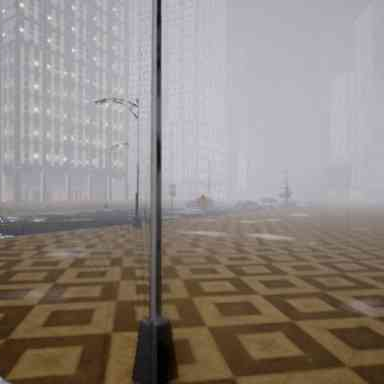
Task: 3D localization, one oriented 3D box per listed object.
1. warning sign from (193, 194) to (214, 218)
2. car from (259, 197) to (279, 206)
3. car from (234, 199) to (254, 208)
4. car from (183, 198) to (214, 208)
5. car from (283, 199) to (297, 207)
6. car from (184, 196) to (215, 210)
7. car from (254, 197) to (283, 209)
[{"bbox_3d":[0.924,1.097,27.156,1.300,1.860,1.060,1,0,34],"label":"warning sign"},{"bbox_3d":[13.209,1.602,56.959,1.882,1.535,5.008,0,0,31],"label":"car"},{"bbox_3d":[7.990,1.675,48.562,1.895,1.301,4.718,0,0,33],"label":"car"},{"bbox_3d":[1.029,1.569,49.988,2.033,1.411,5.357,0,0,34],"label":"car"},{"bbox_3d":[16.004,1.745,55.301,1.895,1.301,4.718,0,0,31],"label":"car"},{"bbox_3d":[1.181,1.365,44.381,2.097,1.767,4.553,0,0,34],"label":"car"},{"bbox_3d":[10.900,1.696,47.080,1.895,1.301,4.718,0,0,33],"label":"car"}]
